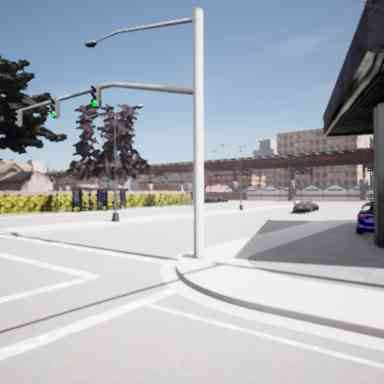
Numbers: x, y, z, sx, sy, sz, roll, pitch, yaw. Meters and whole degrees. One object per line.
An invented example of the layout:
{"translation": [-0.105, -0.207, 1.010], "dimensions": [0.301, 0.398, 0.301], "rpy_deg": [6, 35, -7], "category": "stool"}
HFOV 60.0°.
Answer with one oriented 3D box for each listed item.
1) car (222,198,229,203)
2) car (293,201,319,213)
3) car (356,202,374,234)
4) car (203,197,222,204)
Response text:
{"translation": [5.990, 1.755, 73.160], "dimensions": [4.181, 1.385, 1.994], "rpy_deg": [0, 0, 37], "category": "car"}
{"translation": [12.909, 1.685, 37.574], "dimensions": [1.994, 1.385, 4.181], "rpy_deg": [0, -1, 36], "category": "car"}
{"translation": [10.030, 1.304, 17.316], "dimensions": [2.242, 1.667, 4.611], "rpy_deg": [0, 0, 37], "category": "car"}
{"translation": [3.580, 1.758, 70.590], "dimensions": [4.181, 1.385, 1.994], "rpy_deg": [0, 0, 37], "category": "car"}
